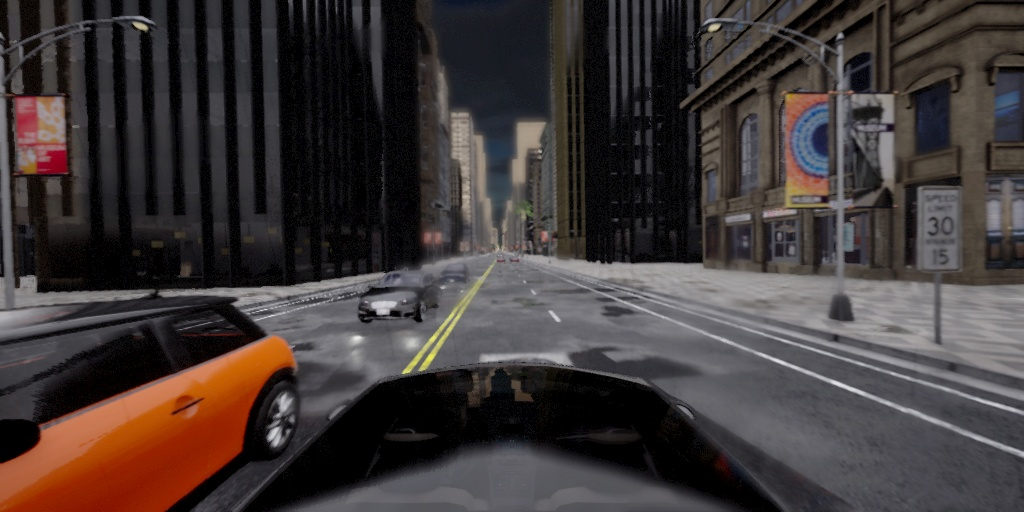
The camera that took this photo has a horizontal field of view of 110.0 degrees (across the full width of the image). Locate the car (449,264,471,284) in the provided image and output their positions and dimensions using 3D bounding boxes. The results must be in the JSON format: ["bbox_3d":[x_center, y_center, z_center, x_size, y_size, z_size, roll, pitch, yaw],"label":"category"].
[{"bbox_3d":[-4.052,1.263,26.433,2.033,1.411,5.357,-1,0,-2],"label":"car"}]

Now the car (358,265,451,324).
[{"bbox_3d":[-3.627,1.261,12.329,2.128,1.511,4.902,-1,0,-2],"label":"car"}]

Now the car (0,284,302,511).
[{"bbox_3d":[-3.282,1.155,1.978,2.097,1.767,4.553,-1,0,-3],"label":"car"}]
